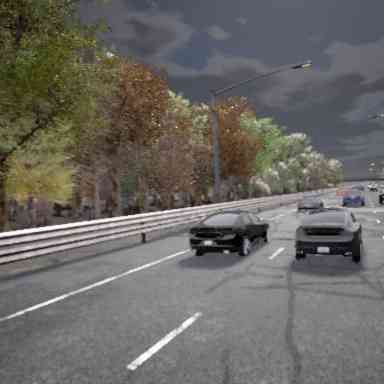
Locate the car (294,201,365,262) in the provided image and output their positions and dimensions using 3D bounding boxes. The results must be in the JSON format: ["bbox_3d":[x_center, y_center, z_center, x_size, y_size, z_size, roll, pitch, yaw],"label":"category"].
[{"bbox_3d":[4.743,1.310,11.395,1.837,1.490,4.892,-3,0,27],"label":"car"}]

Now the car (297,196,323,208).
[{"bbox_3d":[11.298,1.107,31.693,1.994,1.385,4.181,-3,0,27],"label":"car"}]

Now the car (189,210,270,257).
[{"bbox_3d":[1.646,1.451,13.021,1.882,1.535,5.008,-3,0,27],"label":"car"}]

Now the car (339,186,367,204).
[{"bbox_3d":[18.034,0.560,37.136,2.097,1.767,4.553,-3,0,27],"label":"car"}]

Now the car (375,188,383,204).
[{"bbox_3d":[22.112,0.472,37.398,1.882,1.535,5.008,-3,0,27],"label":"car"}]

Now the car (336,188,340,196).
[{"bbox_3d":[33.558,-0.128,74.802,2.097,1.767,4.553,-3,0,27],"label":"car"}]
